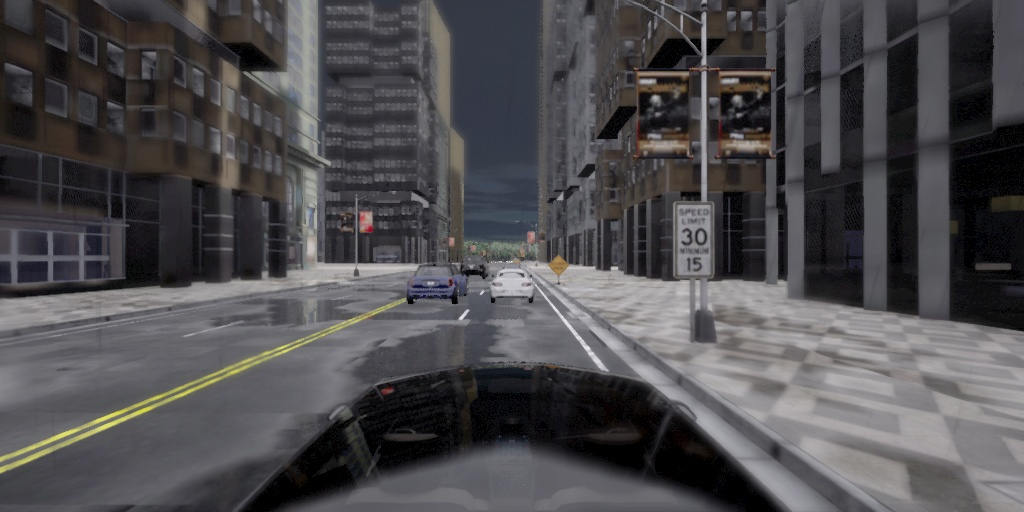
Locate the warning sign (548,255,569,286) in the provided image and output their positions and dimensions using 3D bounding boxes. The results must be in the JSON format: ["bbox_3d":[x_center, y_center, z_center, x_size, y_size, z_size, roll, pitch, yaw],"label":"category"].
[{"bbox_3d":[2.850,0.860,21.892,1.300,1.860,1.060,0,0,0],"label":"warning sign"}]

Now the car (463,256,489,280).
[{"bbox_3d":[-3.250,1.000,31.529,2.150,2.045,5.566,0,0,0],"label":"car"}]

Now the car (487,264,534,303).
[{"bbox_3d":[0.000,1.280,16.500,1.812,1.442,4.674,0,0,0],"label":"car"}]

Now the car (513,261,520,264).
[{"bbox_3d":[0.000,1.358,31.530,1.895,1.301,4.718,0,0,0],"label":"car"}]

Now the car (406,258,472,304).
[{"bbox_3d":[-3.250,1.113,16.469,2.097,1.767,4.553,0,0,0],"label":"car"}]
